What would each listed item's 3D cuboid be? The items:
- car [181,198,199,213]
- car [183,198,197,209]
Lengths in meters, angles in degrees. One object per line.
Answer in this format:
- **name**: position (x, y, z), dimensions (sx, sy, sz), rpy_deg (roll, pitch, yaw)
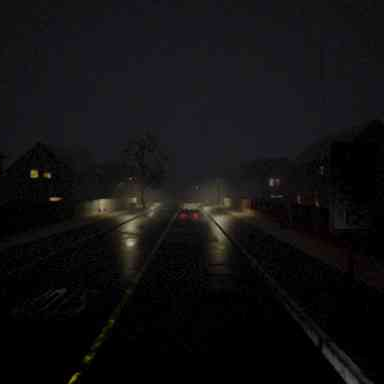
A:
- **car**: position (-0.269, 1.618, 38.870), dimensions (1.812, 1.442, 4.674), rpy_deg (0, 0, 0)
- **car**: position (-0.367, 1.633, 49.171), dimensions (1.882, 1.535, 5.008), rpy_deg (0, 0, -1)
